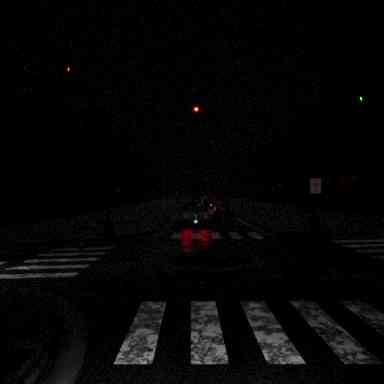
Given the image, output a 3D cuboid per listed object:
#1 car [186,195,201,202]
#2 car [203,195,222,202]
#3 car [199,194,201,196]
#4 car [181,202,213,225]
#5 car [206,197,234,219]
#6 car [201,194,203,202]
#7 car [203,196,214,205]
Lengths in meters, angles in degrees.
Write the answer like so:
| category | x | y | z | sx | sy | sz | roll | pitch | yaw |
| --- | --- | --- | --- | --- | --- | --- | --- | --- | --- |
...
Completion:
| category | x | y | z | sx | sy | sz | roll | pitch | yaw |
| --- | --- | --- | --- | --- | --- | --- | --- | --- | --- |
| car | -0.012 | 1.675 | 56.183 | 1.994 | 1.385 | 4.181 | 0 | 0 | 0 |
| car | 2.582 | 1.362 | 35.137 | 2.192 | 1.841 | 5.009 | -1 | 0 | 0 |
| car | 2.899 | 1.510 | 67.906 | 2.097 | 1.767 | 4.553 | 0 | 0 | 0 |
| car | 0.192 | 1.624 | 23.903 | 1.895 | 1.301 | 4.718 | 0 | 0 | -1 |
| car | 2.591 | 1.475 | 29.734 | 1.967 | 1.590 | 4.097 | -1 | 0 | 0 |
| car | 2.575 | 1.376 | 40.539 | 2.192 | 1.841 | 5.009 | -1 | 0 | 0 |
| car | 2.945 | 1.586 | 61.125 | 1.801 | 1.575 | 5.366 | 0 | 0 | 0 |
